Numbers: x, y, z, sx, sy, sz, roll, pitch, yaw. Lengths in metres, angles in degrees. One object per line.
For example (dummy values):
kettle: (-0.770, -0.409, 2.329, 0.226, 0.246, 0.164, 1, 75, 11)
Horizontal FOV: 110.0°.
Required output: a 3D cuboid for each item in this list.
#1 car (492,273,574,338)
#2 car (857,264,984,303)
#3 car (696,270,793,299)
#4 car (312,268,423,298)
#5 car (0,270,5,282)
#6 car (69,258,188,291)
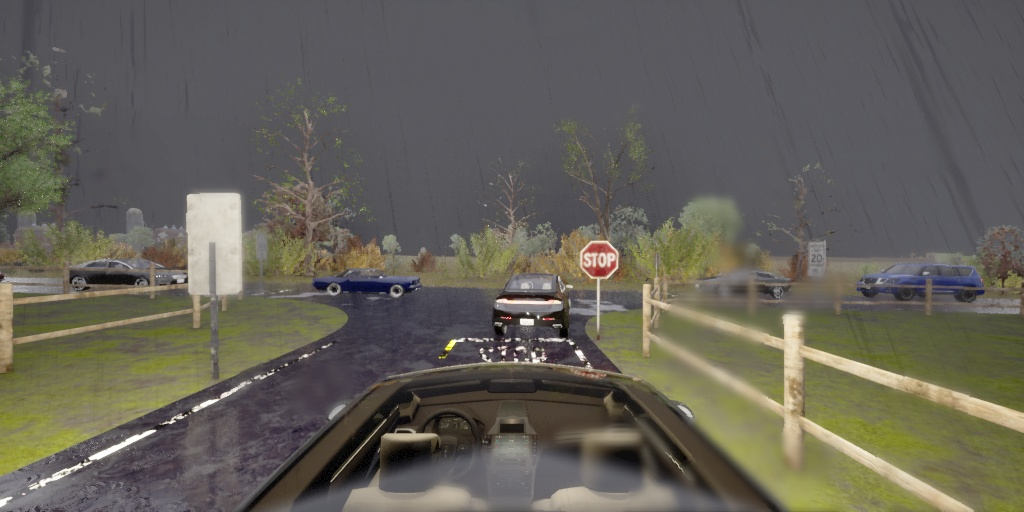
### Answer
car: (0.713, 1.240, 10.285, 2.128, 1.511, 4.902, 0, 0, 9)
car: (22.914, 1.466, 20.214, 5.566, 2.045, 2.150, 1, 1, 0)
car: (13.018, 1.525, 20.233, 4.902, 1.511, 2.128, 1, 1, 0)
car: (-6.810, 1.249, 17.323, 4.718, 1.301, 1.895, 1, 1, 0)
car: (-27.781, 0.718, 17.365, 4.674, 1.442, 1.812, 1, 1, 0)
car: (-18.478, 0.885, 17.350, 4.902, 1.511, 2.128, 1, 1, 0)
